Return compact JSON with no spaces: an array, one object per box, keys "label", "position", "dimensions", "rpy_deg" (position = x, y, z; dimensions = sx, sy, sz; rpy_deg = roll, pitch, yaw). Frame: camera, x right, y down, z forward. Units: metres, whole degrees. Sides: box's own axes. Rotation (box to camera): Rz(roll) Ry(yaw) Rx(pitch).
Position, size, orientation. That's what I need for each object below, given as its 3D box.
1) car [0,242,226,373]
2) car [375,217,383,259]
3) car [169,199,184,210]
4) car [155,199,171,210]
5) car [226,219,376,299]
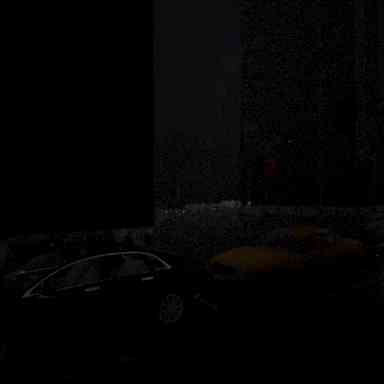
[{"label":"car","position":[-1.823,1.548,5.349],"dimensions":[4.403,1.369,2.008],"rpy_deg":[0,0,-35]},{"label":"car","position":[7.153,1.548,11.752],"dimensions":[4.403,1.369,2.008],"rpy_deg":[0,0,-36]},{"label":"car","position":[-3.687,2.282,61.129],"dimensions":[2.150,2.045,5.566],"rpy_deg":[0,-1,-36]},{"label":"car","position":[-6.338,2.521,59.248],"dimensions":[1.837,1.490,4.892],"rpy_deg":[0,-1,-36]},{"label":"car","position":[2.526,1.523,8.452],"dimensions":[4.829,1.417,1.752],"rpy_deg":[0,0,-35]}]
